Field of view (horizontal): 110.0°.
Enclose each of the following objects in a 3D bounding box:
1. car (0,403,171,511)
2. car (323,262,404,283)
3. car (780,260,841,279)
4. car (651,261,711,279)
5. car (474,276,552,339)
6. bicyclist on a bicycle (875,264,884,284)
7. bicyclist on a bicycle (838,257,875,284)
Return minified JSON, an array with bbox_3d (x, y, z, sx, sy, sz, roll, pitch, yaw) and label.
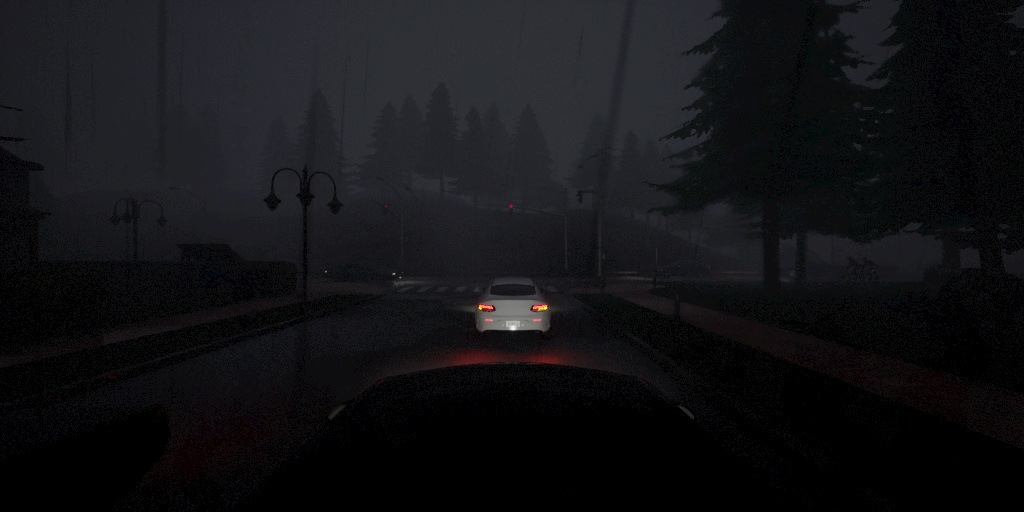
[{"bbox_3d":[-3.598,1.351,0.519,1.895,1.301,4.718,0,0,0],"label":"car"},{"bbox_3d":[-10.620,1.135,25.752,5.357,1.411,2.033,0,0,4],"label":"car"},{"bbox_3d":[24.386,1.065,29.900,5.008,1.535,1.882,0,0,0],"label":"car"},{"bbox_3d":[14.065,1.113,29.864,4.674,1.442,1.812,0,0,-1],"label":"car"},{"bbox_3d":[0.023,1.276,9.935,1.812,1.442,4.674,0,0,0],"label":"car"},{"bbox_3d":[21.781,0.893,21.954,0.582,1.620,1.656,0,0,-14],"label":"bicyclist on a bicycle"},{"bbox_3d":[21.134,0.891,22.213,0.582,1.620,1.656,0,0,-16],"label":"bicyclist on a bicycle"}]
